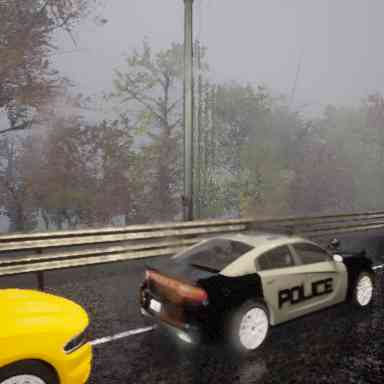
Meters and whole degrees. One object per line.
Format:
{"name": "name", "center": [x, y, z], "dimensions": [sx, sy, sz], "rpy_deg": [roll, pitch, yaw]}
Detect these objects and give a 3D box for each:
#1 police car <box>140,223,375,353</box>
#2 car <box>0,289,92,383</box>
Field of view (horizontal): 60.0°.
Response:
{"name": "police car", "center": [1.581, 1.434, 6.294], "dimensions": [5.238, 1.638, 1.930], "rpy_deg": [0, 0, -36]}
{"name": "car", "center": [-3.389, 1.479, 2.738], "dimensions": [5.008, 1.535, 1.882], "rpy_deg": [0, 0, -36]}
